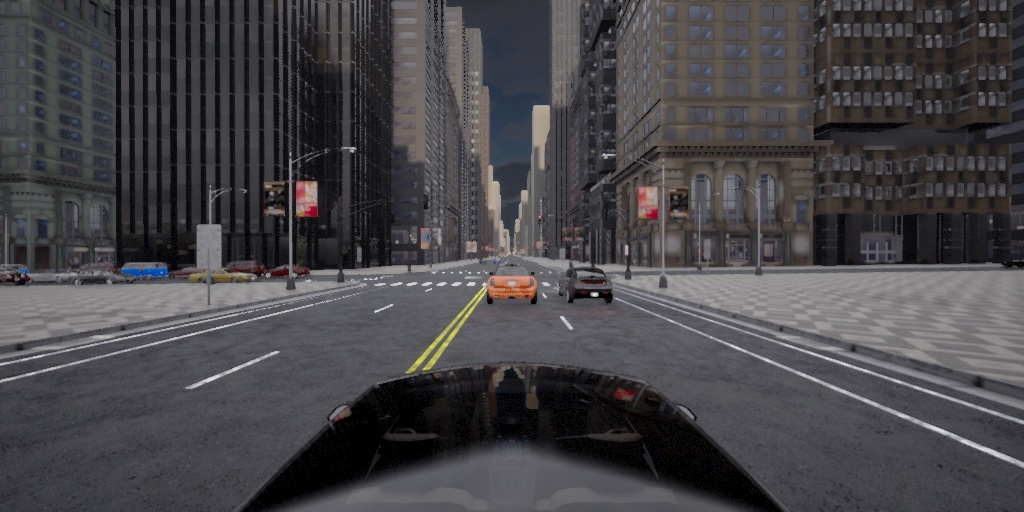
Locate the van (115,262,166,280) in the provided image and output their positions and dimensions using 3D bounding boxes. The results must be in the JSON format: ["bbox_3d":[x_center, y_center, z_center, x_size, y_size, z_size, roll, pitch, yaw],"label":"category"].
[{"bbox_3d":[-39.234,1.580,38.295,3.998,1.789,1.690,0,0,0],"label":"van"}]

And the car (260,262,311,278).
[{"bbox_3d":[-23.972,1.576,38.244,4.507,1.381,1.888,0,0,0],"label":"car"}]

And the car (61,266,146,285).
[{"bbox_3d":[-33.773,1.751,29.738,4.403,1.370,2.007,0,0,0],"label":"car"}]

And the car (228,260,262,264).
[{"bbox_3d":[-29.059,1.415,38.261,5.009,1.841,2.192,0,0,0],"label":"car"}]

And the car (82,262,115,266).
[{"bbox_3d":[-44.321,1.622,38.313,5.009,1.841,2.192,0,0,0],"label":"car"}]

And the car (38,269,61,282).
[{"bbox_3d":[-45.132,1.947,35.524,4.718,1.301,1.895,-1,0,0],"label":"car"}]

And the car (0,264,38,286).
[{"bbox_3d":[-43.545,1.647,29.760,5.009,1.841,2.192,0,0,0],"label":"car"}]

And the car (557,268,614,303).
[{"bbox_3d":[3.250,1.264,16.500,1.837,1.490,4.892,0,0,0],"label":"car"}]

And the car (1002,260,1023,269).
[{"bbox_3d":[51.806,0.680,35.360,4.718,1.301,1.895,-1,0,0],"label":"car"}]

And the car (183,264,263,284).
[{"bbox_3d":[-23.832,1.593,29.716,4.829,1.417,1.751,0,0,0],"label":"car"}]

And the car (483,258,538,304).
[{"bbox_3d":[0.000,1.114,16.470,2.097,1.767,4.553,0,0,0],"label":"car"}]

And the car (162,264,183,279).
[{"bbox_3d":[-34.146,1.752,38.278,4.207,1.307,1.802,0,0,0],"label":"car"}]
